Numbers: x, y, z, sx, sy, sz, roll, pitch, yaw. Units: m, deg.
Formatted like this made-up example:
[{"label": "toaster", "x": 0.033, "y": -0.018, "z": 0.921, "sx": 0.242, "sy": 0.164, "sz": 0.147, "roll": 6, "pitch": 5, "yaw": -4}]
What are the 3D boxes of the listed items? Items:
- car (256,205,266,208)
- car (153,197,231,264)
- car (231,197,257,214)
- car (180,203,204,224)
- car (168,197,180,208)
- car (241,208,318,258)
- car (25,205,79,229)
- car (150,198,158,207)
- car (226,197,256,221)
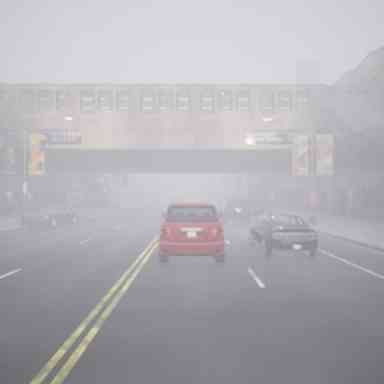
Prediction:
[{"label": "car", "x": 6.701, "y": 1.978, "z": 35.450, "sx": 1.895, "sy": 1.301, "sz": 4.718, "roll": 0, "pitch": -1, "yaw": 0}, {"label": "car", "x": 0.000, "y": 1.362, "z": 12.551, "sx": 2.150, "sy": 2.045, "sz": 5.566, "roll": 0, "pitch": 0, "yaw": 0}, {"label": "car", "x": 6.651, "y": 1.691, "z": 42.849, "sx": 2.435, "sy": 2.045, "sz": 5.566, "roll": 0, "pitch": -1, "yaw": 0}, {"label": "car", "x": 0.028, "y": 1.794, "z": 29.237, "sx": 1.882, "sy": 1.535, "sz": 5.008, "roll": 0, "pitch": 0, "yaw": 1}, {"label": "car", "x": -3.438, "y": 1.920, "z": 64.838, "sx": 2.150, "sy": 2.045, "sz": 5.566, "roll": 0, "pitch": 0, "yaw": 0}, {"label": "car", "x": 3.510, "y": 1.640, "z": 13.491, "sx": 2.128, "sy": 1.511, "sz": 4.902, "roll": 0, "pitch": 0, "yaw": 0}, {"label": "car", "x": -10.022, "y": 1.743, "z": 24.212, "sx": 2.231, "sy": 1.521, "sz": 4.892, "roll": 0, "pitch": -1, "yaw": 10}, {"label": "car", "x": -6.943, "y": 2.053, "z": 64.944, "sx": 2.097, "sy": 1.767, "sz": 4.553, "roll": 0, "pitch": -1, "yaw": 0}, {"label": "car", "x": 3.496, "y": 1.523, "z": 27.557, "sx": 2.150, "sy": 2.045, "sz": 5.566, "roll": 0, "pitch": 0, "yaw": 0}]
